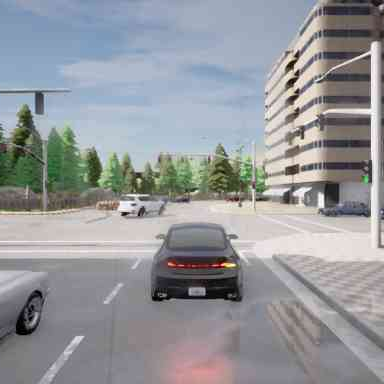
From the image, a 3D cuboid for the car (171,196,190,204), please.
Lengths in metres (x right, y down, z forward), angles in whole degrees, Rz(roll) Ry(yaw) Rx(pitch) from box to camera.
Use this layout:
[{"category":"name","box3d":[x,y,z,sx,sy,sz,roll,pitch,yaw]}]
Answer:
[{"category":"car","box3d":[-2.197,1.478,65.331,1.882,1.535,5.008,0,0,28]}]

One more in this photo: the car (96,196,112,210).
[{"category":"car","box3d":[-10.396,1.352,41.818,2.097,1.767,4.553,0,0,2]}]

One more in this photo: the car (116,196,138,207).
[{"category":"car","box3d":[-9.864,1.478,51.029,1.882,1.535,5.008,0,0,7]}]

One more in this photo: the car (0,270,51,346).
[{"category":"car","box3d":[-3.426,1.601,3.762,1.895,1.301,4.718,0,0,0]}]

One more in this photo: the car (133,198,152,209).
[{"category":"car","box3d":[-6.739,1.564,46.042,1.994,1.385,4.181,0,0,0]}]

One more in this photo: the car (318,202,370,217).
[{"category":"car","box3d":[14.607,1.603,30.949,5.357,1.411,2.033,0,0,0]}]

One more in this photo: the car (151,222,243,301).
[{"category":"car","box3d":[0.117,1.505,8.282,1.837,1.490,4.892,0,0,1]}]

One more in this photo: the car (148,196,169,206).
[{"category":"car","box3d":[-5.630,1.478,55.848,1.882,1.535,5.008,0,0,14]}]

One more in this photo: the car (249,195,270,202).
[{"category":"car","box3d":[15.199,1.595,74.726,4.718,1.301,1.895,0,0,-33]}]

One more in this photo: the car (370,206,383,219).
[{"category":"car","box3d":[17.703,1.581,27.439,4.674,1.442,1.812,0,0,0]}]

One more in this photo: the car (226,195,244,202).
[{"category":"car","box3d":[9.726,1.478,74.998,5.008,1.535,1.882,0,0,-41]}]

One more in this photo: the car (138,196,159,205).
[{"category":"car","box3d":[-7.822,1.503,60.745,1.837,1.490,4.892,0,0,19]}]

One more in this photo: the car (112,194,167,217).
[{"category":"car","box3d":[-4.695,1.250,31.675,2.150,2.045,5.566,1,0,28]}]

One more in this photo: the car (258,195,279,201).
[{"category":"car","box3d":[18.524,1.500,80.512,4.892,1.490,1.837,0,0,-22]}]
